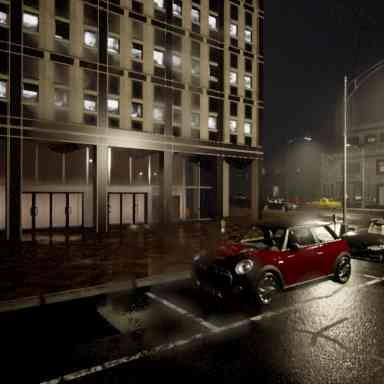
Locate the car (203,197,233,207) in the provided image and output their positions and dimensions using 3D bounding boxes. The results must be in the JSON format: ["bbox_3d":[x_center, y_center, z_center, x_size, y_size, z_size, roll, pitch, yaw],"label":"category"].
[{"bbox_3d":[3.605,1.381,46.910,2.008,1.369,4.403,1,0,-35],"label":"car"}]

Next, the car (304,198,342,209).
[{"bbox_3d":[16.692,1.447,42.678,1.752,1.417,4.829,1,0,-35],"label":"car"}]

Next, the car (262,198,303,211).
[{"bbox_3d":[9.885,1.427,37.788,2.008,1.369,4.403,1,0,-35],"label":"car"}]

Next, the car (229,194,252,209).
[{"bbox_3d":[6.747,1.168,42.349,2.192,1.841,5.009,1,0,-35],"label":"car"}]

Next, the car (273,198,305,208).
[{"bbox_3d":[13.649,1.481,47.099,1.802,1.307,4.206,1,0,-35],"label":"car"}]

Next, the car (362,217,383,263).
[{"bbox_3d":[6.582,1.552,11.231,4.403,1.369,2.008,0,0,-35],"label":"car"}]

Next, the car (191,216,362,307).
[{"bbox_3d":[1.944,1.441,7.931,4.097,1.590,1.967,0,0,-35],"label":"car"}]

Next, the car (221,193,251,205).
[{"bbox_3d":[7.371,1.169,56.221,2.192,1.841,5.009,1,0,-35],"label":"car"}]
